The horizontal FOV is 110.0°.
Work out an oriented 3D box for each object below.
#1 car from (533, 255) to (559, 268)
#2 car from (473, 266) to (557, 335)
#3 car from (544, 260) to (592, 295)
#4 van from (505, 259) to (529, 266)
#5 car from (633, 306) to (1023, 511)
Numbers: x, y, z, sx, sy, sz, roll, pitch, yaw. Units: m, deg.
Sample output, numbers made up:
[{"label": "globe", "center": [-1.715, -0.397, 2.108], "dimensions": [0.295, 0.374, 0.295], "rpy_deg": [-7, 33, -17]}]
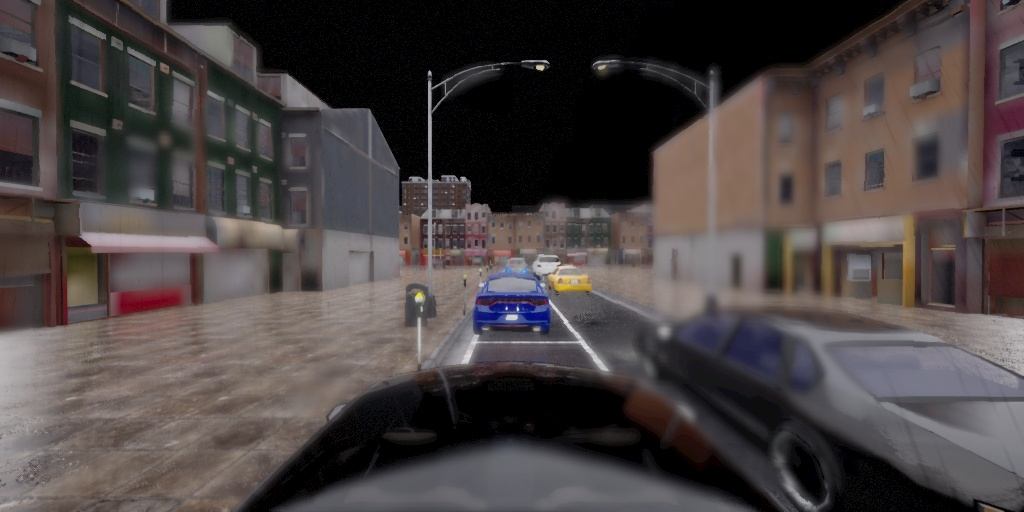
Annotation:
[{"label": "car", "center": [3.115, 0.977, 32.110], "dimensions": [2.150, 2.045, 5.566], "rpy_deg": [0, 0, 0]}, {"label": "car", "center": [0.006, 1.227, 10.501], "dimensions": [1.882, 1.535, 5.008], "rpy_deg": [0, 0, 0]}, {"label": "car", "center": [3.021, 1.206, 19.596], "dimensions": [1.801, 1.575, 5.366], "rpy_deg": [0, 0, 0]}, {"label": "van", "center": [0.382, 1.095, 27.349], "dimensions": [1.690, 1.789, 3.998], "rpy_deg": [0, 0, 0]}, {"label": "car", "center": [3.118, 1.297, 4.108], "dimensions": [2.033, 1.411, 5.357], "rpy_deg": [0, 0, 0]}]
